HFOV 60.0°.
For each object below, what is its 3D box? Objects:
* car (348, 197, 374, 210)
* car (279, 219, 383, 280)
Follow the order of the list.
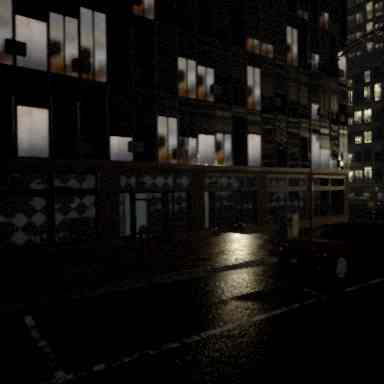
[{"bbox_3d":[19.096,1.284,39.774,1.752,1.417,4.829,-1,1,-35],"label":"car"},{"bbox_3d":[4.487,1.544,9.928,4.507,1.381,1.887,0,-1,-35],"label":"car"}]
